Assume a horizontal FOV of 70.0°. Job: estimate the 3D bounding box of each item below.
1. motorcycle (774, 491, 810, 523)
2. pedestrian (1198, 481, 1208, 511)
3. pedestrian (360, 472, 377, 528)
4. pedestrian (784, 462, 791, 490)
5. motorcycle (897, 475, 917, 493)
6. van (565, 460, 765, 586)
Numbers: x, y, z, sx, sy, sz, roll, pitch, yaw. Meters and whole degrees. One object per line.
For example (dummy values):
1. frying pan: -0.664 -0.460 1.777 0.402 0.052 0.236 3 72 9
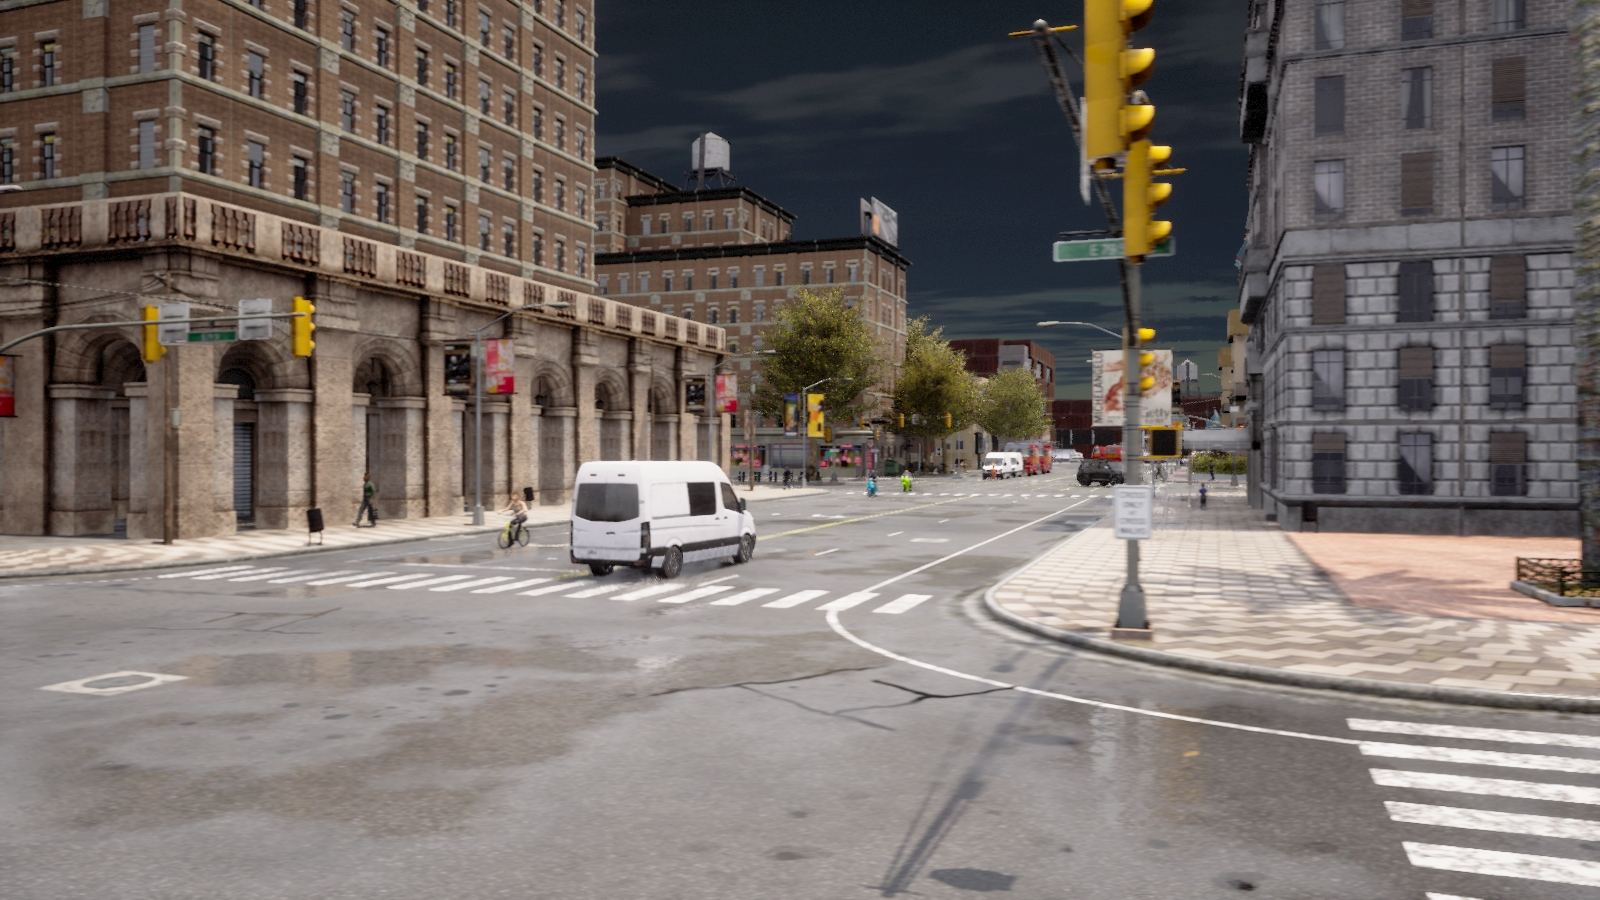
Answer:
1. motorcycle: -0.298 2.212 44.584 0.803 1.145 2.033 0 0 18
2. pedestrian: 17.434 1.977 49.393 0.375 1.300 0.375 0 0 12
3. pedestrian: -14.584 1.695 38.612 0.375 1.860 0.375 0 0 27
4. pedestrian: -0.789 1.695 74.410 0.375 1.860 0.375 0 0 16
5. motorcycle: 7.071 2.212 75.319 0.803 1.145 2.033 0 0 19
6. van: -2.955 1.534 26.738 1.988 2.561 5.915 0 0 23
